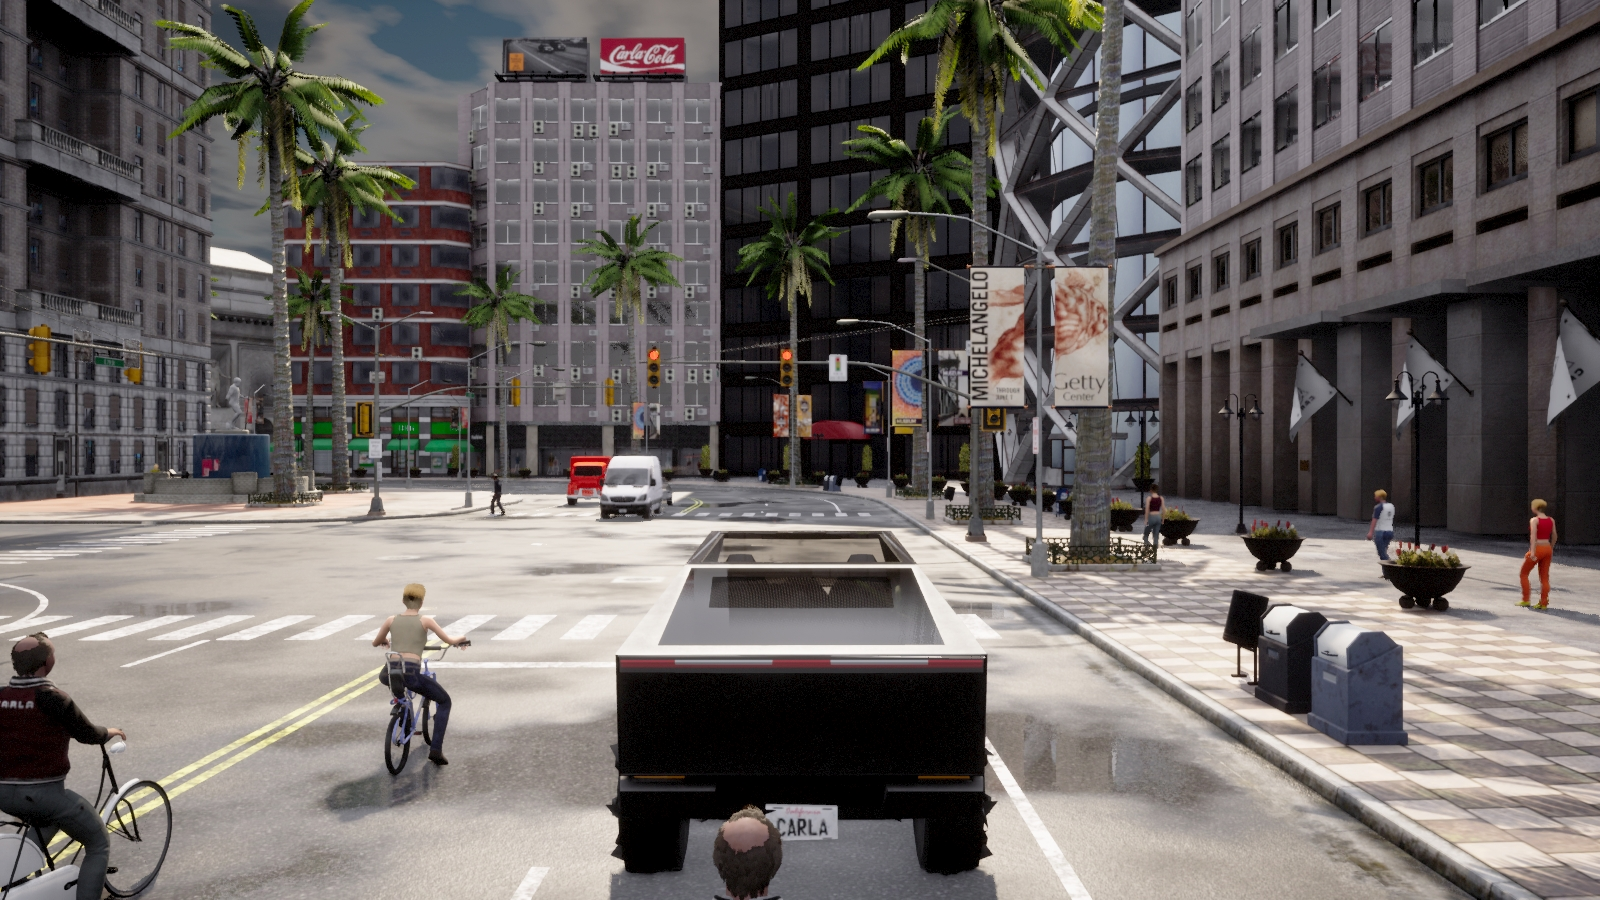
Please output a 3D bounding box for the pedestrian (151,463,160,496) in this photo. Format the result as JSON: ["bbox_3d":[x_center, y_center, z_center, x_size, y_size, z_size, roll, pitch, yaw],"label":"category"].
[{"bbox_3d":[-36.784,1.696,65.174,0.375,1.860,0.375,0,0,-17],"label":"pedestrian"}]

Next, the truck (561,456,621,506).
[{"bbox_3d":[-10.821,1.569,59.474,2.627,2.467,5.204,0,0,-5],"label":"truck"}]

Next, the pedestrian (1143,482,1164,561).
[{"bbox_3d":[8.420,1.698,27.254,0.375,1.860,0.375,0,0,-2],"label":"pedestrian"}]

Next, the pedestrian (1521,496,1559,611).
[{"bbox_3d":[12.216,1.704,18.865,0.375,1.860,0.375,0,0,-6],"label":"pedestrian"}]

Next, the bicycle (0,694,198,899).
[{"bbox_3d":[-4.243,2.210,6.662,0.329,1.171,1.835,0,0,6],"label":"bicycle"}]

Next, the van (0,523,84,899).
[{"bbox_3d":[-3.501,1.534,1.043,1.988,2.561,5.915,0,0,0],"label":"van"}]

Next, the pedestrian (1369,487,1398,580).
[{"bbox_3d":[11.935,1.701,23.376,0.375,1.860,0.375,0,0,-27],"label":"pedestrian"}]

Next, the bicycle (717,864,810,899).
[{"bbox_3d":[-0.147,2.210,3.549,0.329,1.171,1.835,0,0,1],"label":"bicycle"}]

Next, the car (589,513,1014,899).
[{"bbox_3d":[0.011,1.753,9.550,2.390,2.098,6.274,0,0,0],"label":"car"}]

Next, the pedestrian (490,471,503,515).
[{"bbox_3d":[-13.022,1.849,48.976,0.375,1.860,0.375,0,0,30],"label":"pedestrian"}]

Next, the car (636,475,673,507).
[{"bbox_3d":[-7.460,2.065,58.811,1.816,1.474,4.193,0,0,-7],"label":"car"}]

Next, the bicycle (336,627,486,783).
[{"bbox_3d":[-3.473,2.256,10.347,0.859,1.080,1.487,0,0,0],"label":"bicycle"}]

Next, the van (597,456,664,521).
[{"bbox_3d":[-7.022,1.535,47.947,1.988,2.561,5.915,0,0,-1],"label":"van"}]
